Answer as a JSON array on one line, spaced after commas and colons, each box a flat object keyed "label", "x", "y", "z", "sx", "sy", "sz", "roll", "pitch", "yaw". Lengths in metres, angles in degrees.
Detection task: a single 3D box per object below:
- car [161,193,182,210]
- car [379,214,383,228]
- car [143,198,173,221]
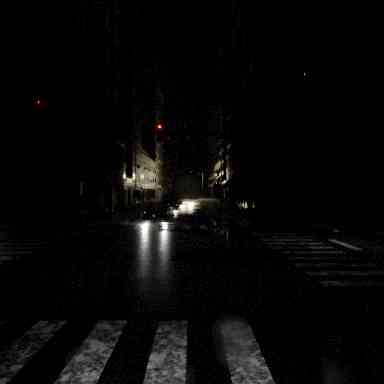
[{"label": "car", "x": -2.863, "y": 1.206, "z": 44.054, "sx": 2.150, "sy": 2.045, "sz": 5.566, "roll": 0, "pitch": 0, "yaw": 0}, {"label": "car", "x": 12.342, "y": 1.282, "z": 16.851, "sx": 5.009, "sy": 1.841, "sz": 2.192, "roll": 0, "pitch": 0, "yaw": 0}, {"label": "car", "x": -2.859, "y": 1.519, "z": 27.194, "sx": 1.812, "sy": 1.442, "sz": 4.674, "roll": 0, "pitch": 0, "yaw": 0}]
